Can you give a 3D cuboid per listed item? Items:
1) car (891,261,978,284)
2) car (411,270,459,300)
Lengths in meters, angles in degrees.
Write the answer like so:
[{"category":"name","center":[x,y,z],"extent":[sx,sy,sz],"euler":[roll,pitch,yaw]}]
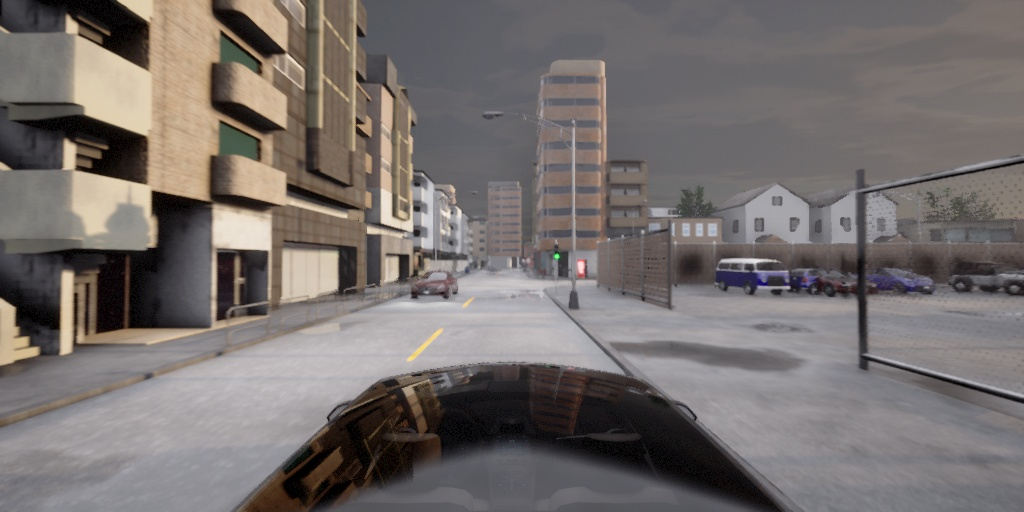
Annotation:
[{"category":"car","center":[41.498,1.438,35.333],"extent":[5.566,2.045,2.150],"euler":[0,-1,0]},{"category":"car","center":[-4.054,1.520,19.458],"extent":[1.812,1.442,4.674],"euler":[0,-1,1]}]
